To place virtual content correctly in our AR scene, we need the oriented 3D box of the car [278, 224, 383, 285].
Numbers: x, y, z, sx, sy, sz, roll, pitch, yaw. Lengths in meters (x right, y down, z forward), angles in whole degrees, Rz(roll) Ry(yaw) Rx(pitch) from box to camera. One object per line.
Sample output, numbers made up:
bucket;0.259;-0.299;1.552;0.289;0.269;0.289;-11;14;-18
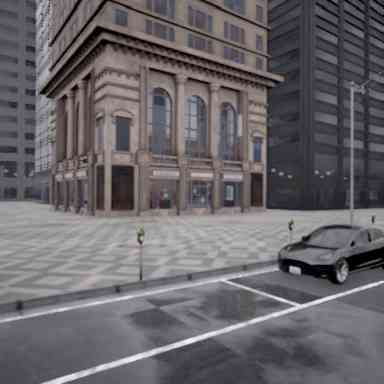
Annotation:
car;4.423;1.656;9.812;4.313;1.339;1.947;1;-1;-36
